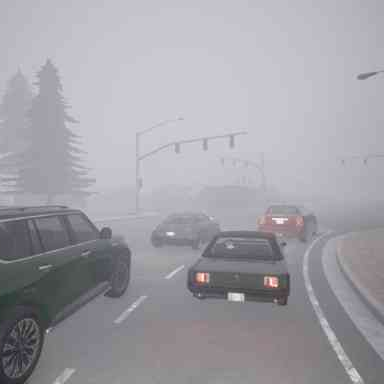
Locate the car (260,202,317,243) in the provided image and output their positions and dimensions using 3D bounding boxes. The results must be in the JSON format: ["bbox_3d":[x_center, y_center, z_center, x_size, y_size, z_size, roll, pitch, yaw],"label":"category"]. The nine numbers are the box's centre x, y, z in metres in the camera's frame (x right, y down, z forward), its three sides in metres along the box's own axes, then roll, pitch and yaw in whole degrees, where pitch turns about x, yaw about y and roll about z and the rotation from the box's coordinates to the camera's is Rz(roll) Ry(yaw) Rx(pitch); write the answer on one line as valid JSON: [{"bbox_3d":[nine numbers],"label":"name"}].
[{"bbox_3d":[4.814,1.323,16.387,2.097,1.767,4.553,0,0,27],"label":"car"}]

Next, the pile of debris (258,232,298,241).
[{"bbox_3d":[4.194,2.148,16.146,1.500,0.140,1.860,0,0,29],"label":"pile of debris"}]

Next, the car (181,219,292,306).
[{"bbox_3d":[1.332,1.589,8.113,1.895,1.301,4.718,0,0,14],"label":"car"}]

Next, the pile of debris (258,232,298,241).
[{"bbox_3d":[4.194,2.148,16.146,1.500,0.140,1.860,0,0,29],"label":"pile of debris"}]

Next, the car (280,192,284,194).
[{"bbox_3d":[24.846,1.046,92.177,4.605,1.855,1.932,0,0,40],"label":"car"}]

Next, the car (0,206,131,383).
[{"bbox_3d":[-2.787,1.222,5.513,2.150,2.045,5.566,0,0,8],"label":"car"}]

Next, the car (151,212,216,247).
[{"bbox_3d":[-0.117,1.548,14.472,1.994,1.385,4.181,0,0,20],"label":"car"}]
